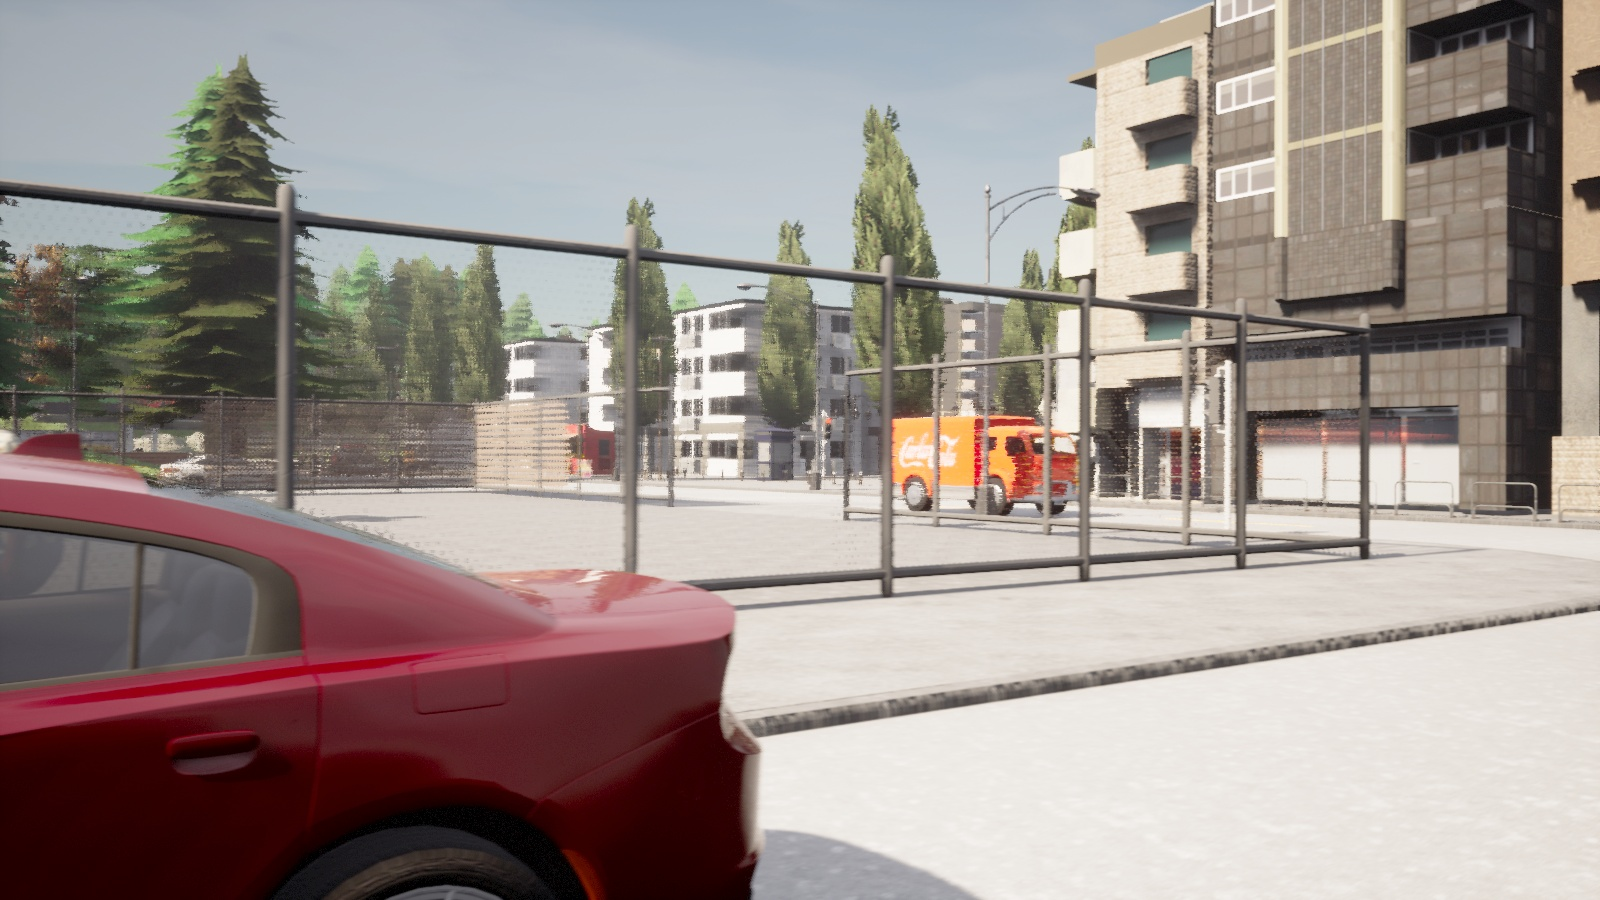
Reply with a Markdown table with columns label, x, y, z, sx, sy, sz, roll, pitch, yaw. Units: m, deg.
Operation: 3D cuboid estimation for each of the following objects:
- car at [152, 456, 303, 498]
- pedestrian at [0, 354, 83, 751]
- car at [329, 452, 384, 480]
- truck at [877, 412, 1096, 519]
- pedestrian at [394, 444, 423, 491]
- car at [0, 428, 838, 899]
| label | x | y | z | sx | sy | sz | roll | pitch | yaw |
| --- | --- | --- | --- | --- | --- | --- | --- | --- | --- |
| car | -20.552 | 0.939 | 45.166 | 4.674 | 1.442 | 1.812 | 0 | 0 | -35 |
| pedestrian | -4.096 | 0.478 | 6.148 | 0.900 | 1.855 | 0.874 | 0 | 0 | -38 |
| car | -27.527 | 0.960 | 77.870 | 2.033 | 1.649 | 4.856 | 0 | 0 | -35 |
| truck | 4.595 | 0.363 | 31.729 | 2.627 | 2.467 | 5.204 | 0 | 0 | -34 |
| pedestrian | -15.766 | 0.691 | 50.601 | 0.874 | 1.855 | 0.900 | 0 | 0 | -35 |
| car | -2.519 | 0.732 | 2.469 | 5.008 | 1.535 | 1.882 | 0 | 0 | -33 |
